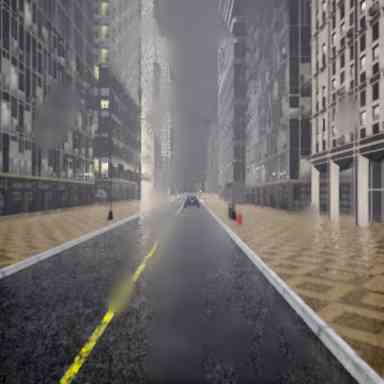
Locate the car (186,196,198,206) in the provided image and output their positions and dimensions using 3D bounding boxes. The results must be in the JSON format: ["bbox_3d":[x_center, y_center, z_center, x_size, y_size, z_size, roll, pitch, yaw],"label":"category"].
[{"bbox_3d":[0.000,1.488,57.178,1.837,1.490,4.892,0,0,0],"label":"car"}]

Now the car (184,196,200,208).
[{"bbox_3d":[0.000,1.339,47.113,2.097,1.767,4.553,0,0,0],"label":"car"}]
